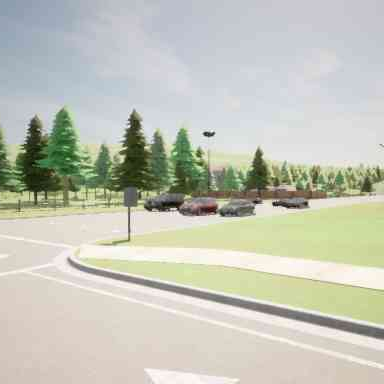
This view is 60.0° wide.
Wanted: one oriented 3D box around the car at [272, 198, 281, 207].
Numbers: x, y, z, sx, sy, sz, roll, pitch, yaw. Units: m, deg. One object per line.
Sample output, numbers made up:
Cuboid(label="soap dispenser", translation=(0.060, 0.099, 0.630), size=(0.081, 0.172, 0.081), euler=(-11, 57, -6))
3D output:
Cuboid(label="car", translation=(13.491, 1.601, 49.310), size=(1.895, 1.301, 4.718), euler=(0, 0, 37))

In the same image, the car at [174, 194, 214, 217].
Cuboid(label="car", translation=(0.737, 1.351, 31.974), size=(2.097, 1.767, 4.553), euler=(0, 0, 36))

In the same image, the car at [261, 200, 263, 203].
Cuboid(label="car", translation=(10.253, 1.601, 56.675), size=(1.895, 1.301, 4.718), euler=(0, 0, 37))

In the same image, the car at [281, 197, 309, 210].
Cuboid(label="car", translation=(13.994, 1.478, 44.109), size=(1.882, 1.535, 5.008), euler=(0, 1, 36))

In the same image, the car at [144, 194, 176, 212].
Cuboid(label="car", translation=(-3.073, 1.223, 38.623), size=(2.150, 2.045, 5.566), euler=(0, 0, 36))

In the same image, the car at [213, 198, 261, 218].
Cuboid(label="car", translation=(4.290, 1.504, 30.903), size=(1.837, 1.490, 4.892), euler=(0, 0, 36))
